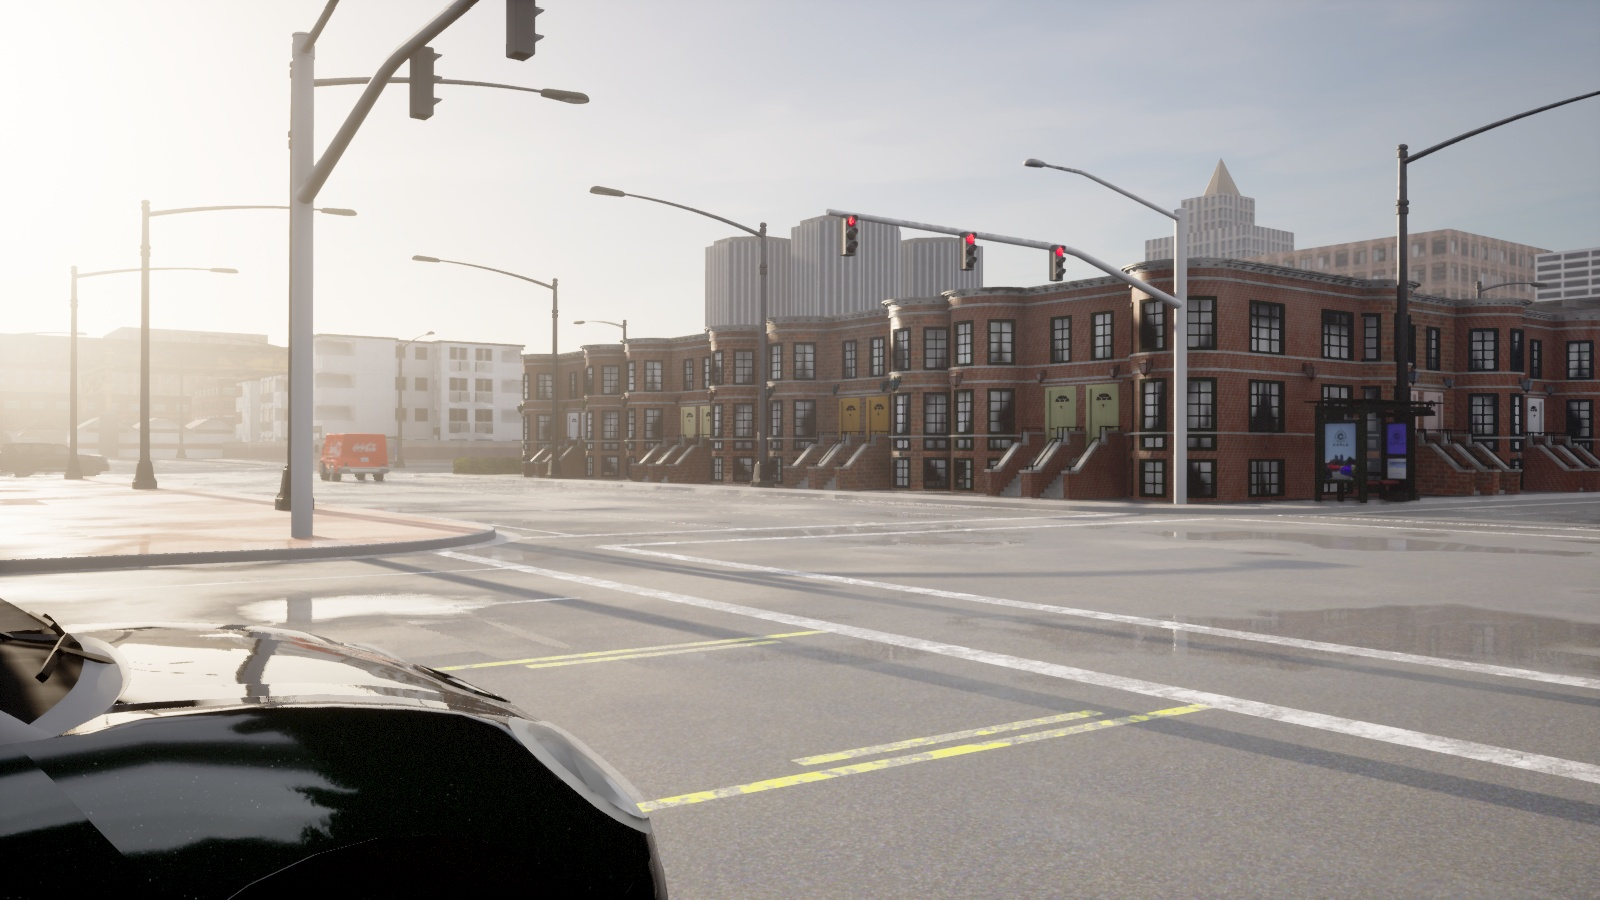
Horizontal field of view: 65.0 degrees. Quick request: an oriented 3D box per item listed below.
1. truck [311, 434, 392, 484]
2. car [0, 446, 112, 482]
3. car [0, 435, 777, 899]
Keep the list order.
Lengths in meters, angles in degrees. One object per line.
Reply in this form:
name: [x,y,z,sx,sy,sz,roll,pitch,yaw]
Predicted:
truck: [-23.213,0.466,64.819,2.627,2.467,5.204,0,0,-35]
car: [-42.879,0.776,72.284,5.566,2.045,2.150,0,0,-34]
car: [-2.171,0.720,2.205,3.806,1.475,1.970,0,0,-35]
